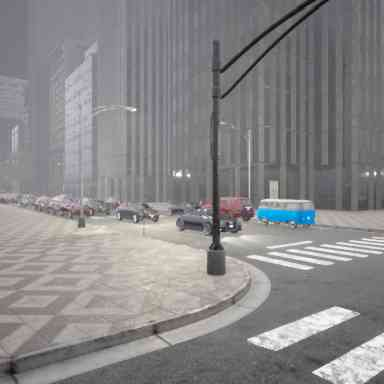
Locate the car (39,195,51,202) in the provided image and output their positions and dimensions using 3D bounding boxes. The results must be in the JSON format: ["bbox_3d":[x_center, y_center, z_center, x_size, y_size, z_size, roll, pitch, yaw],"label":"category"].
[{"bbox_3d":[-33.967,1.482,76.727,1.752,1.417,4.829,0,0,-35],"label":"car"}]

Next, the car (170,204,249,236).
[{"bbox_3d":[0.872,1.600,18.924,1.994,1.385,4.181,0,0,-36],"label":"car"}]

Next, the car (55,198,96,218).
[{"bbox_3d":[-10.809,1.572,30.561,1.887,1.381,4.507,0,0,-36],"label":"car"}]

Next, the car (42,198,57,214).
[{"bbox_3d":[-14.136,1.606,35.115,1.802,1.307,4.206,0,0,-36],"label":"car"}]

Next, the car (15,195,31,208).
[{"bbox_3d":[-24.115,1.562,48.776,2.008,1.369,4.403,0,0,-36],"label":"car"}]

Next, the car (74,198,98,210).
[{"bbox_3d":[-14.436,1.547,45.220,1.812,1.442,4.674,0,0,-36],"label":"car"}]

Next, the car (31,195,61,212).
[{"bbox_3d":[-17.462,1.461,39.669,1.967,1.590,4.097,0,0,-36],"label":"car"}]

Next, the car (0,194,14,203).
[{"bbox_3d":[-37.422,1.285,66.992,2.192,1.841,5.009,0,0,-36],"label":"car"}]

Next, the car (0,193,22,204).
[{"bbox_3d":[-34.095,1.298,62.438,2.192,1.841,5.009,0,0,-36],"label":"car"}]

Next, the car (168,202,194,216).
[{"bbox_3d":[-0.583,1.599,31.016,1.947,1.339,4.313,0,0,-36],"label":"car"}]

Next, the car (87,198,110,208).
[{"bbox_3d":[-13.891,1.602,49.233,1.802,1.307,4.206,0,0,-36],"label":"car"}]

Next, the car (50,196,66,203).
[{"bbox_3d":[-27.298,1.511,67.589,1.752,1.417,4.829,0,0,-36],"label":"car"}]

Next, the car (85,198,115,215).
[{"bbox_3d":[-9.831,1.532,33.587,1.837,1.490,4.892,0,0,-36],"label":"car"}]

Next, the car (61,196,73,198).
[{"bbox_3d":[-15.613,1.547,41.570,1.812,1.442,4.674,0,0,-36],"label":"car"}]

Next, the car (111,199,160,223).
[{"bbox_3d":[-4.312,1.537,26.021,1.837,1.490,4.892,0,0,-36],"label":"car"}]

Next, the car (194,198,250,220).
[{"bbox_3d":[2.744,1.352,26.461,2.192,1.841,5.009,0,0,-36],"label":"car"}]

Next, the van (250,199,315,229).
[{"bbox_3d":[6.072,1.379,21.906,1.690,1.788,3.998,0,0,-36],"label":"van"}]
